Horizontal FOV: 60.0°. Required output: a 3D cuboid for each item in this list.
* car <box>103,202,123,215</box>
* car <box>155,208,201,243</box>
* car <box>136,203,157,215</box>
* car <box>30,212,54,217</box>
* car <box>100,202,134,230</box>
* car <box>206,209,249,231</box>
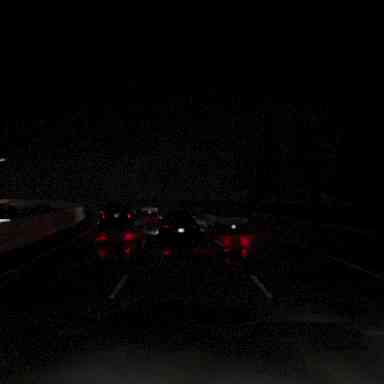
[{"bbox_3d":[-9.403,1.923,39.407,1.994,1.385,4.181,0,-1,-19],"label":"car"},{"bbox_3d":[-0.720,1.719,16.961,1.994,1.385,4.181,0,-1,-6],"label":"car"},{"bbox_3d":[-5.302,1.950,38.304,1.895,1.301,4.718,0,-1,-18],"label":"car"},{"bbox_3d":[-14.982,1.870,33.419,1.994,1.385,4.181,0,-1,-17],"label":"car"},{"bbox_3d":[-5.156,1.564,23.161,2.097,1.767,4.553,0,0,-10],"label":"car"},{"bbox_3d":[2.164,1.802,22.061,1.895,1.301,4.718,0,-1,-8],"label":"car"}]
